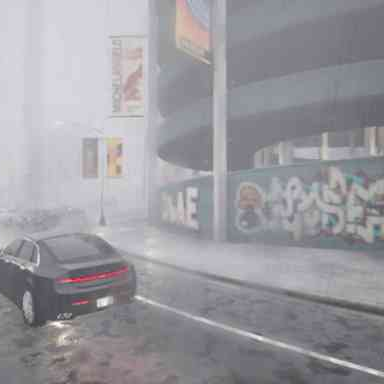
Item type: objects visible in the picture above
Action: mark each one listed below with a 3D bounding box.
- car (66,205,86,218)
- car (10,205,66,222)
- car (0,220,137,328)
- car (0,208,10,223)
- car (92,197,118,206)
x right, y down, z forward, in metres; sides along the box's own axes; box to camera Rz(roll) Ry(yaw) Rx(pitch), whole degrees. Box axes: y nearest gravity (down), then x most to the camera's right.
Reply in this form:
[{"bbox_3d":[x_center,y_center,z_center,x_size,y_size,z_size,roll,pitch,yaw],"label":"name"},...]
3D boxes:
[{"bbox_3d":[-14.284,2.174,37.932,2.033,1.411,5.357,0,-1,12],"label":"car"},{"bbox_3d":[-11.471,1.968,25.193,2.033,1.411,5.357,0,-1,-8],"label":"car"},{"bbox_3d":[-3.109,1.630,7.384,1.837,1.490,4.892,0,-1,-43],"label":"car"},{"bbox_3d":[-14.884,1.974,26.465,1.812,1.442,4.674,0,-1,-7],"label":"car"},{"bbox_3d":[-15.119,1.821,58.077,2.150,2.045,5.566,0,-1,20],"label":"car"}]
